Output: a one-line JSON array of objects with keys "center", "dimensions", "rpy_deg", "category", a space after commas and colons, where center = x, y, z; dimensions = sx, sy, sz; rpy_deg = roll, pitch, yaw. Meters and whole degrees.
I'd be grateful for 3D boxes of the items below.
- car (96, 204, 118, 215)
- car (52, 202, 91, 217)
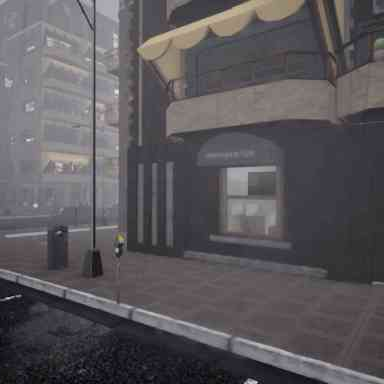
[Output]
[{"center": [-9.482, 2.063, 39.967], "dimensions": [1.802, 1.307, 4.206], "rpy_deg": [-1, -1, 35], "category": "car"}, {"center": [-12.770, 1.820, 35.347], "dimensions": [1.967, 1.590, 4.097], "rpy_deg": [-1, -1, 35], "category": "car"}]
